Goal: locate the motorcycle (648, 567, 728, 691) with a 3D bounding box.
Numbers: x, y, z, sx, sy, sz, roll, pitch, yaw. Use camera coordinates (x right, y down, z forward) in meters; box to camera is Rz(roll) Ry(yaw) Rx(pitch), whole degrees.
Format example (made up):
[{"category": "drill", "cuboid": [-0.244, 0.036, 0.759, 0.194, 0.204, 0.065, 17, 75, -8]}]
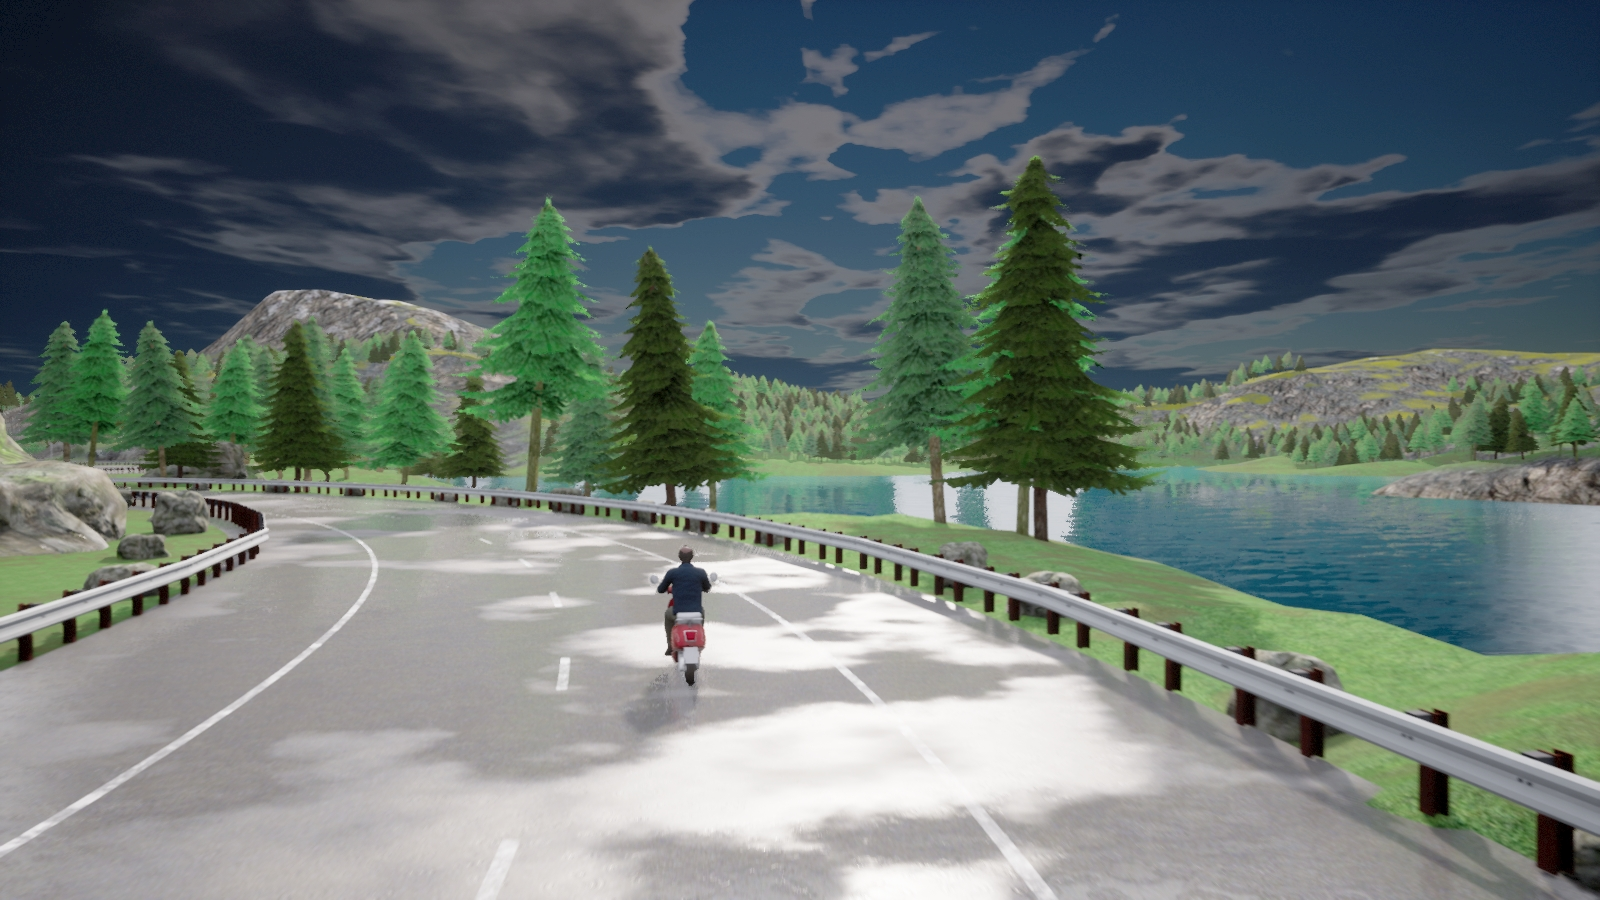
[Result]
[{"category": "motorcycle", "cuboid": [-1.424, 2.182, 14.241, 0.856, 1.236, 1.805, 0, 0, -10]}]
